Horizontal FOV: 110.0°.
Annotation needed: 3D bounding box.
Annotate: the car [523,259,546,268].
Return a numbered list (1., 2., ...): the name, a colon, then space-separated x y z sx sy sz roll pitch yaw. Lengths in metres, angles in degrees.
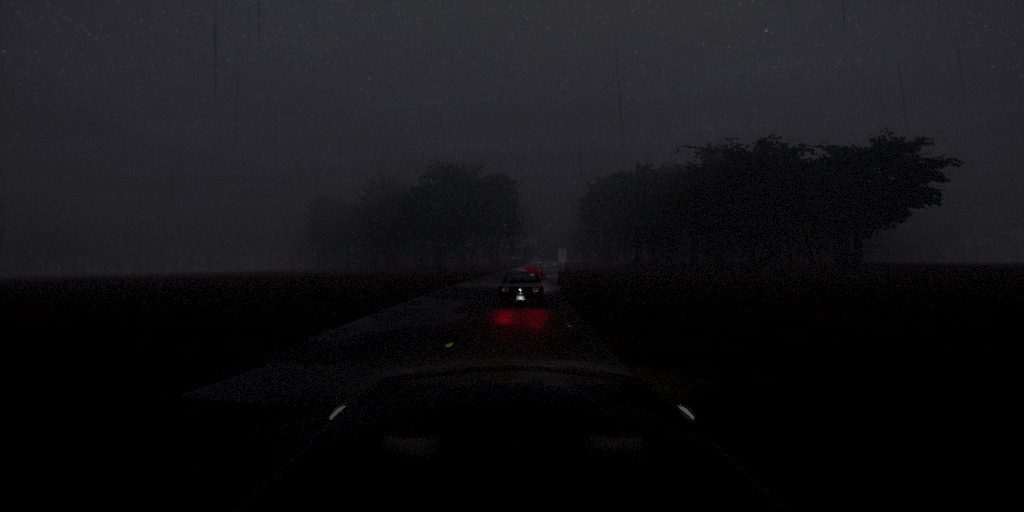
1. car: 1.914 1.283 31.201 1.812 1.442 4.674 0 0 7

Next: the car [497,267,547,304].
1. car: 0.480 1.365 16.399 1.895 1.301 4.718 0 0 4
